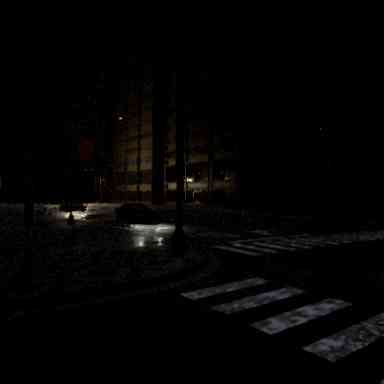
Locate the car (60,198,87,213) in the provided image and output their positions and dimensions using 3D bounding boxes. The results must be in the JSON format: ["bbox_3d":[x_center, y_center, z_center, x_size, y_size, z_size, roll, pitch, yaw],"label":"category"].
[{"bbox_3d":[-14.481,1.567,40.580,2.097,1.767,4.553,1,-1,-36],"label":"car"}]

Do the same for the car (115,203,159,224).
[{"bbox_3d":[-4.441,1.645,26.527,1.882,1.535,5.008,1,-1,-36],"label":"car"}]
